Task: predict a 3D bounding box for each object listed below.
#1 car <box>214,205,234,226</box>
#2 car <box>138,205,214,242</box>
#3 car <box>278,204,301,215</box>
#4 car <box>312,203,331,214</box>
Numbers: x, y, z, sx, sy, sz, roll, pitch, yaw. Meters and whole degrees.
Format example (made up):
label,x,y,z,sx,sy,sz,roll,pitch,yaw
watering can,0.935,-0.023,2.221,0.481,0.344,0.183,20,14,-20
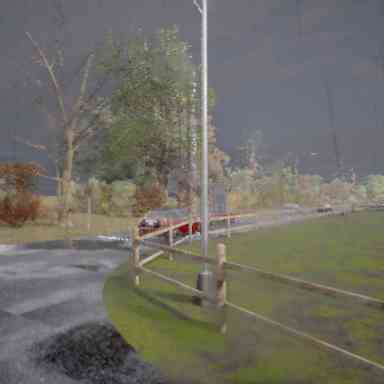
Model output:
label,x,y,z,sx,sy,sz,roll,pitch,yaw
car,1.698,1.840,27.739,2.097,1.767,4.553,-1,-1,35
car,-0.932,1.668,18.706,2.097,1.767,4.553,-1,-1,33
car,12.984,2.293,44.060,1.812,1.442,4.674,-1,-1,35
car,18.310,2.301,46.706,1.837,1.490,4.892,-1,-1,35
